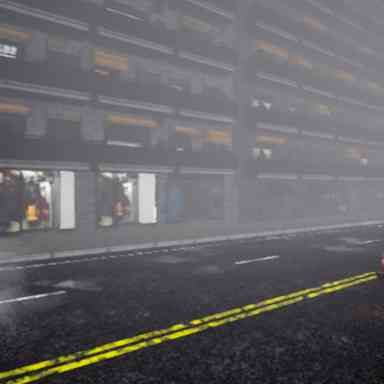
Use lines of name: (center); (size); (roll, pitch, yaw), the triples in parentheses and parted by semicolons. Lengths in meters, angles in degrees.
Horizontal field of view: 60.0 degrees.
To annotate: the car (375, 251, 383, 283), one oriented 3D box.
car: (6.588, 1.574, 8.146); (5.357, 1.411, 2.033); (0, 0, -35)
